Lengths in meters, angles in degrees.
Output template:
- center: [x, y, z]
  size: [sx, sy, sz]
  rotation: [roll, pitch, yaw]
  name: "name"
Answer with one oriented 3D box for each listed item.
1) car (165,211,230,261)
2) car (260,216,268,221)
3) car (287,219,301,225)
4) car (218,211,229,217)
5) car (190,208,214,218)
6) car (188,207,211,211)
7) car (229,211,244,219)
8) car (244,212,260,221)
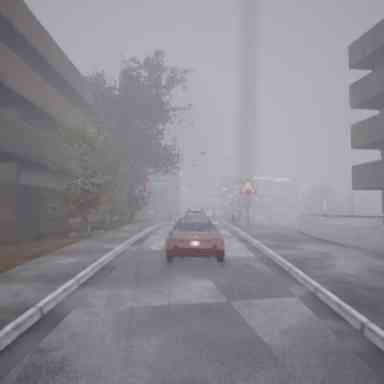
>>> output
- center: [0.103, 1.597, 12.351]
  size: [1.994, 1.385, 4.181]
  rotation: [0, -1, 0]
  name: "car"
- center: [13.646, 5.618, 70.231]
  size: [1.946, 1.575, 5.366]
  rotation: [8, -6, -30]
  name: "car"
- center: [22.617, 6.567, 71.582]
  size: [2.002, 1.452, 4.674]
  rotation: [8, -6, -29]
  name: "car"
- center: [4.844, 4.608, 68.502]
  size: [2.185, 1.767, 4.553]
  rotation: [5, -6, -31]
  name: "car"
- center: [1.964, 4.297, 67.921]
  size: [2.435, 2.045, 5.566]
  rotation: [2, -5, -30]
  name: "car"
- center: [0.367, 2.116, 29.670]
  size: [2.128, 1.511, 4.902]
  rotation: [0, -3, 2]
  name: "car"
- center: [7.816, 4.874, 68.994]
  size: [2.185, 1.767, 4.553]
  rotation: [7, -6, -30]
  name: "car"
- center: [10.814, 5.059, 69.548]
  size: [2.435, 2.045, 5.566]
  rotation: [8, -6, -30]
  name: "car"
